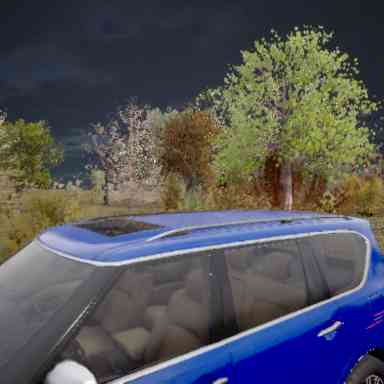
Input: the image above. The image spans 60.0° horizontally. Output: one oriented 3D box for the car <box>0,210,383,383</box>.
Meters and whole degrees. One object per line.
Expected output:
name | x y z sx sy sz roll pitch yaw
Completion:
car | -0.438 1.223 2.635 5.566 2.045 2.150 0 0 -35
